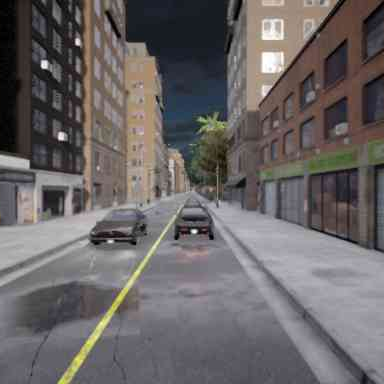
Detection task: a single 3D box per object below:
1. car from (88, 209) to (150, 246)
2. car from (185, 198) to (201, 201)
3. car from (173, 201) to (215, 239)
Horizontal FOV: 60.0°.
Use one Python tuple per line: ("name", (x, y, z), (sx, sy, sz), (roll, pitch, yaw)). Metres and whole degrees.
("car", (-3.093, 1.488, 15.288), (2.033, 1.411, 5.357), (0, 0, 0))
("car", (0.106, 1.417, 37.849), (1.994, 1.385, 4.181), (0, 0, 0))
("car", (0.102, 1.441, 16.919), (1.837, 1.490, 4.892), (0, 1, 0))
